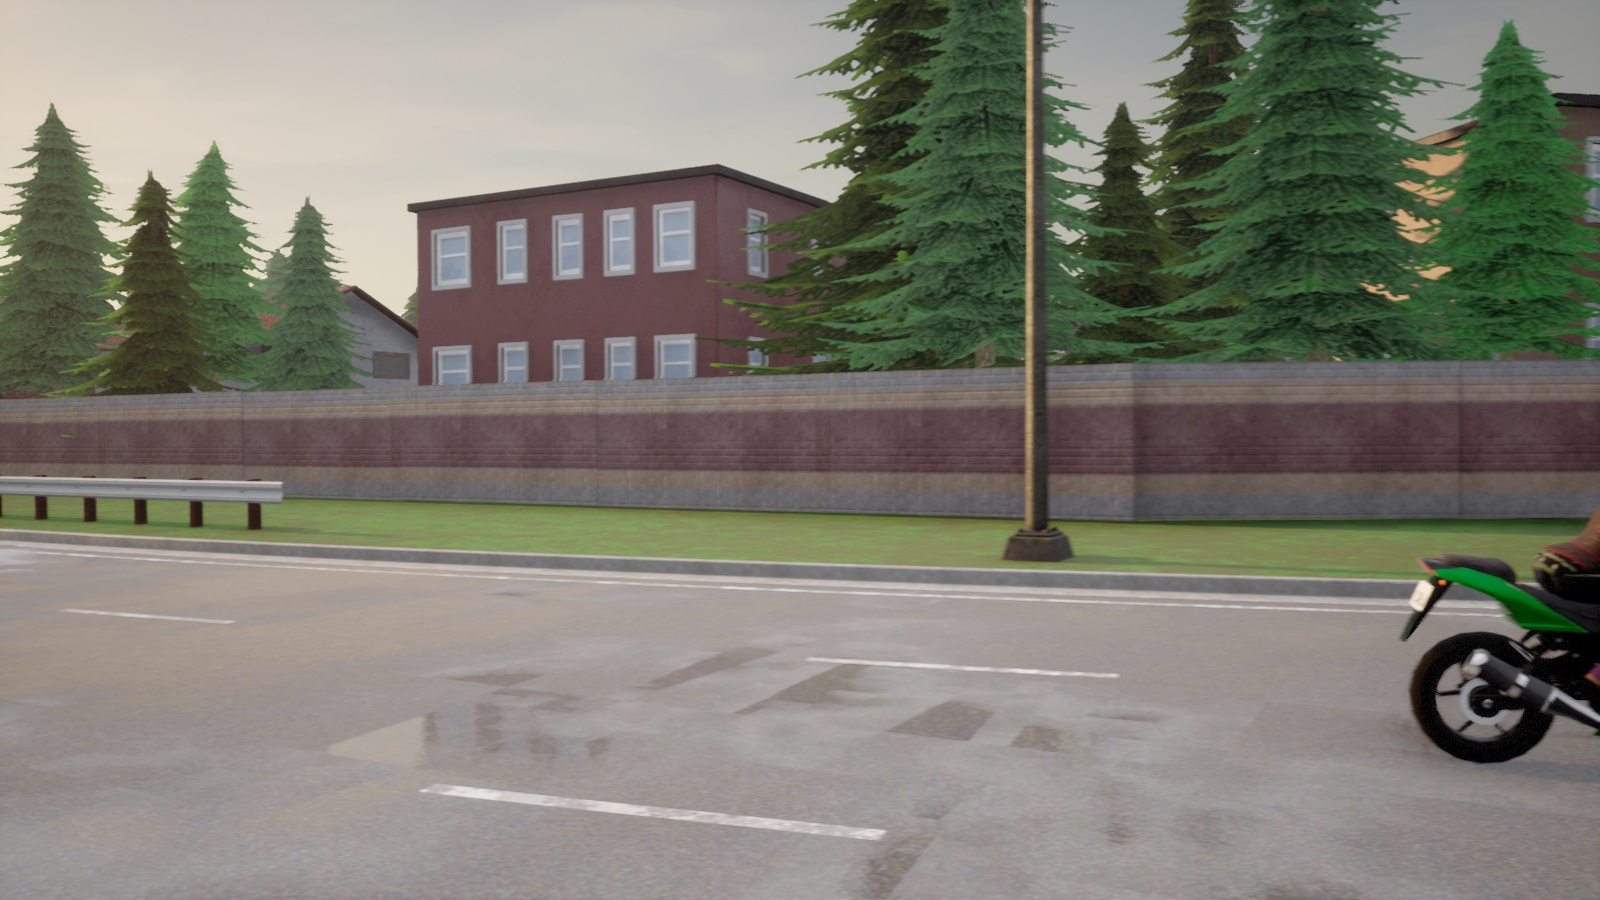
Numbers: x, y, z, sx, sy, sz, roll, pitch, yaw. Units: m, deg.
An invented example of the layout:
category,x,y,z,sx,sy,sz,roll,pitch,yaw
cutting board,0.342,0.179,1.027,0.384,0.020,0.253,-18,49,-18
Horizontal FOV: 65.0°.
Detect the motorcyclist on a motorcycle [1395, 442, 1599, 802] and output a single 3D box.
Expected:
category,x,y,z,sx,sy,sz,roll,pitch,yaw
motorcyclist on a motorcycle,3.840,0.730,5.602,2.044,1.523,0.797,0,1,17
